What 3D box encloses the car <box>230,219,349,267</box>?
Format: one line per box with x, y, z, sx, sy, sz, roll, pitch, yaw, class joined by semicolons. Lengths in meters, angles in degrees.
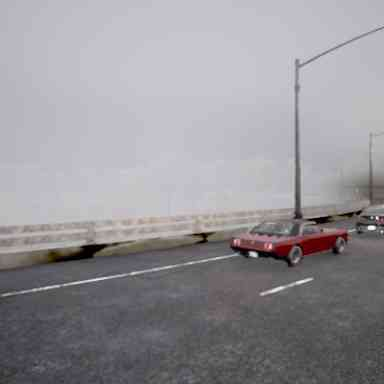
3.546;1.590;11.483;4.718;1.301;1.895;0;0;-41;car

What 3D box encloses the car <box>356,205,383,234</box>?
10.370;1.461;17.831;1.837;1.490;4.892;0;0;44;car
